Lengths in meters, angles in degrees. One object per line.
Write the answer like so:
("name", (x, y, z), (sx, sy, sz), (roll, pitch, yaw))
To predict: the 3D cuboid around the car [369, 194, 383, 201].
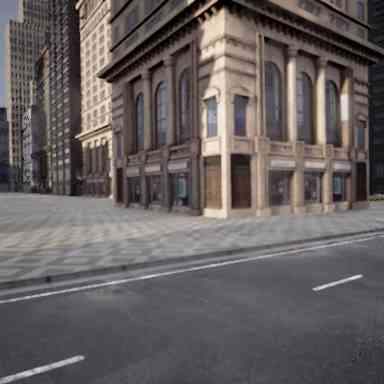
("car", (32.600, 1.007, 57.543), (1.752, 1.417, 4.829), (-1, 1, -36))
